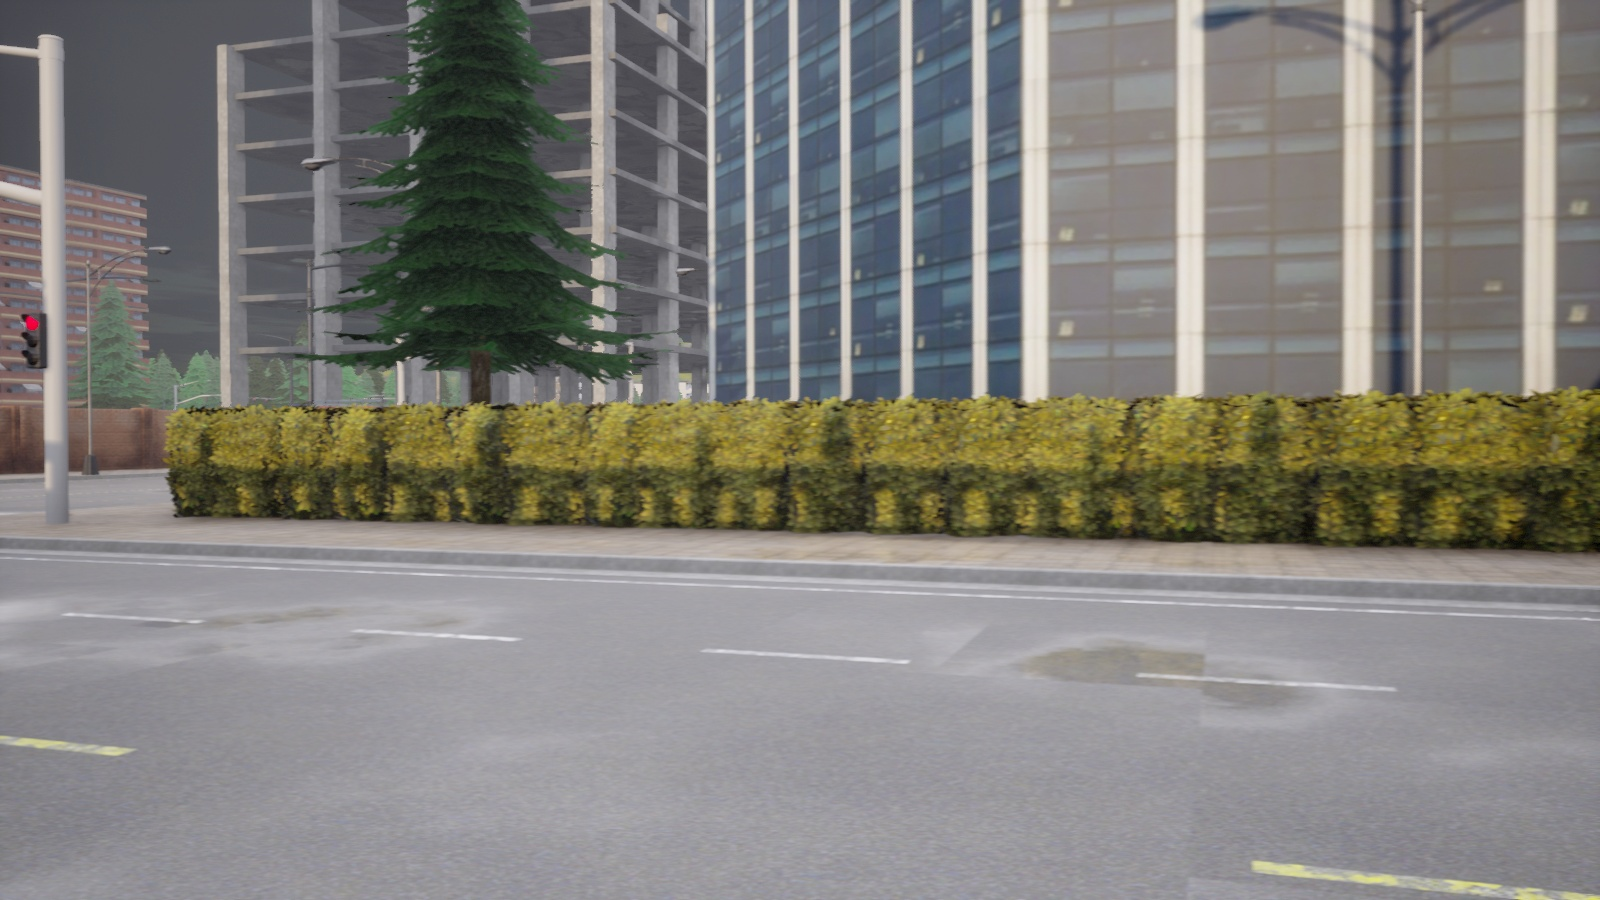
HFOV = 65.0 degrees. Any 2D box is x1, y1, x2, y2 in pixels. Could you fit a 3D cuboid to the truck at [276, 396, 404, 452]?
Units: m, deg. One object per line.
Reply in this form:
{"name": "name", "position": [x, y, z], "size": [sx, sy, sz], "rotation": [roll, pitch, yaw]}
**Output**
{"name": "truck", "position": [-32.222, -1.813, 87.954], "size": [8.468, 3.827, 2.891], "rotation": [1, 1, 19]}
